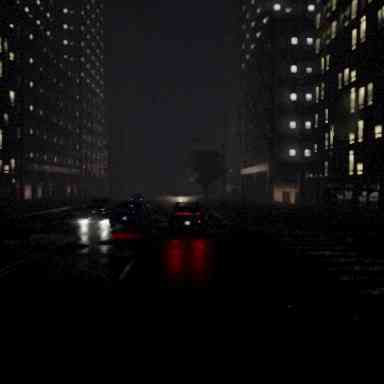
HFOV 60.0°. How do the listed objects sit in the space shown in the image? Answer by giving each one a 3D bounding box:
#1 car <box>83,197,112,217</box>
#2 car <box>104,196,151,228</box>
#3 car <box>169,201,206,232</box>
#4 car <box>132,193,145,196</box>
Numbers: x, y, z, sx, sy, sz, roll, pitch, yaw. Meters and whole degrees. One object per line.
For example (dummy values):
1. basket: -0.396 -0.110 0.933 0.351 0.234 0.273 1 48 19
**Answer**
1. car: -7.110 1.154 26.263 1.837 1.490 4.892 1 1 -1
2. car: -3.548 1.216 19.809 1.882 1.535 5.008 0 0 -1
3. car: -0.258 1.265 18.297 2.128 1.511 4.902 1 0 -1
4. car: -7.450 0.944 45.987 1.837 1.490 4.892 1 0 -1
